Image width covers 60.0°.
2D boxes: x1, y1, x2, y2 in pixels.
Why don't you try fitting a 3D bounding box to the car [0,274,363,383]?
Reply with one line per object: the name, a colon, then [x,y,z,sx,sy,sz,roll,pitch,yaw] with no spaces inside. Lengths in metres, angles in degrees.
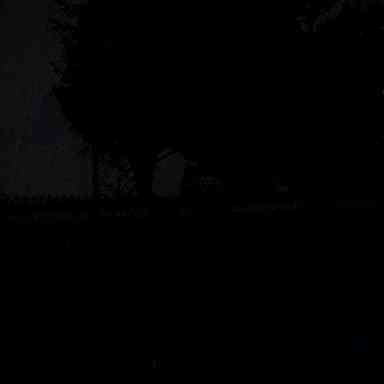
car: [-0.534,1.600,3.000,4.718,1.301,1.895,0,0,-36]
